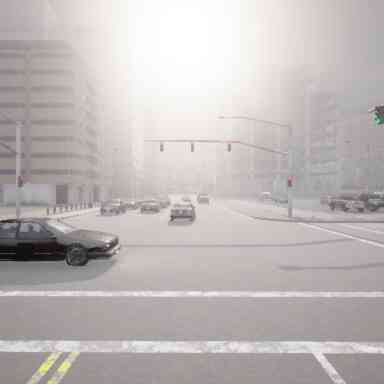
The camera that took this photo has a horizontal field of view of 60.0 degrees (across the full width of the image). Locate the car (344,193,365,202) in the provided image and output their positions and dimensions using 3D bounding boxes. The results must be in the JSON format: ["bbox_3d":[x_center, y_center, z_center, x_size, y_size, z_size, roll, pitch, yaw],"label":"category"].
[{"bbox_3d":[33.363,1.153,68.436,1.932,1.855,4.605,0,0,0],"label":"car"}]

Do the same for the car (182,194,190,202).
[{"bbox_3d":[-1.298,1.303,74.407,1.882,1.535,5.008,0,0,0],"label":"car"}]

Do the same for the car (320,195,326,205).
[{"bbox_3d":[22.090,1.395,53.230,1.970,1.475,3.806,0,0,0],"label":"car"}]

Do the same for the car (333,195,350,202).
[{"bbox_3d":[30.680,1.364,68.373,1.784,1.438,3.905,0,0,0],"label":"car"}]

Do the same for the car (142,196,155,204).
[{"bbox_3d":[-8.256,1.477,63.506,1.882,1.535,5.008,0,0,0],"label":"car"}]

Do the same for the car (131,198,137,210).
[{"bbox_3d":[-8.130,1.526,43.388,1.812,1.442,4.674,0,0,0],"label":"car"}]

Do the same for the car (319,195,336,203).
[{"bbox_3d":[27.785,1.395,68.360,1.970,1.475,3.806,0,0,0],"label":"car"}]

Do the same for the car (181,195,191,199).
[{"bbox_3d":[-1.222,1.601,65.336,1.895,1.301,4.718,0,0,0],"label":"car"}]

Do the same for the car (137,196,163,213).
[{"bbox_3d":[-4.584,1.505,36.864,1.837,1.490,4.892,0,0,0],"label":"car"}]

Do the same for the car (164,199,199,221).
[{"bbox_3d":[-0.730,1.547,26.953,2.033,1.411,5.357,0,0,2],"label":"car"}]

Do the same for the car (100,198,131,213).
[{"bbox_3d":[-8.061,1.491,34.239,2.128,1.511,4.902,0,0,0],"label":"car"}]

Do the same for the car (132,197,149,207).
[{"bbox_3d":[-8.217,1.564,53.383,1.994,1.385,4.181,0,0,-1],"label":"car"}]

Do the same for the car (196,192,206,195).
[{"bbox_3d":[2.202,1.051,74.466,2.150,2.045,5.566,0,0,0],"label":"car"}]

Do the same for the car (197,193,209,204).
[{"bbox_3d":[2.284,1.477,64.662,1.882,1.535,5.008,0,0,0],"label":"car"}]

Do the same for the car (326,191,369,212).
[{"bbox_3d":[16.575,1.153,35.790,1.932,1.855,4.605,0,0,0],"label":"car"}]

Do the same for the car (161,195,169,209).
[{"bbox_3d":[-4.658,1.352,46.007,2.097,1.767,4.553,0,0,-1],"label":"car"}]

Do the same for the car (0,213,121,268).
[{"bbox_3d":[-5.085,1.548,10.715,5.357,1.411,2.033,0,0,-1],"label":"car"}]

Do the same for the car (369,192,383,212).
[{"bbox_3d":[19.470,1.156,35.750,1.905,1.878,3.866,0,0,0],"label":"car"}]
